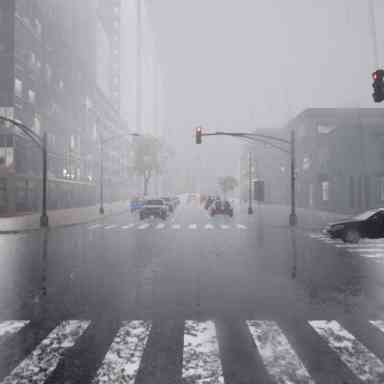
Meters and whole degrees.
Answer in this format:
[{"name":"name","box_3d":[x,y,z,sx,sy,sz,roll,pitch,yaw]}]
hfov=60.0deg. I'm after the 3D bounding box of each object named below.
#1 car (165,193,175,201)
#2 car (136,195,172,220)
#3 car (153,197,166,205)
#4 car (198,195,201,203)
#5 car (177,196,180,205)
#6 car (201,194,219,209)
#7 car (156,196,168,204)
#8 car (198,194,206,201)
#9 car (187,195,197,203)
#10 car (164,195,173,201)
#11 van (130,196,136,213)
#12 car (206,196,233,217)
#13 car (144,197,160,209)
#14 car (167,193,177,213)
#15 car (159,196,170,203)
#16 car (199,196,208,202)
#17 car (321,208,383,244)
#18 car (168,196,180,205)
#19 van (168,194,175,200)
[{"name":"car","box_3d":[-5.747,1.321,87.705,2.192,1.841,5.009,1,0,0]},{"name":"car","box_3d":[-3.124,1.356,28.127,2.097,1.767,4.553,0,0,0]},{"name":"car","box_3d":[-5.728,1.587,59.335,1.802,1.307,4.206,1,0,0]},{"name":"car","box_3d":[2.652,1.321,65.055,2.192,1.841,5.009,1,0,0]},{"name":"car","box_3d":[-3.131,1.496,48.074,2.128,1.511,4.902,0,0,0]},{"name":"car","box_3d":[2.671,1.320,42.359,2.192,1.841,5.009,1,0,0]},{"name":"car","box_3d":[-5.733,1.572,65.009,1.947,1.339,4.313,1,0,0]},{"name":"car","box_3d":[2.630,1.446,87.750,1.967,1.590,4.097,1,0,0]},{"name":"car","box_3d":[0.041,1.358,69.588,2.097,1.767,4.553,0,0,0]},{"name":"car","box_3d":[-5.747,1.557,82.031,2.008,1.369,4.403,1,0,0]},{"name":"van","box_3d":[-5.704,1.346,36.639,1.690,1.788,3.998,1,0,0]},{"name":"car","box_3d":[2.679,1.444,31.011,1.967,1.590,4.097,1,0,0]},{"name":"car","box_3d":[-5.717,1.530,47.817,1.752,1.417,4.829,1,0,0]},{"name":"car","box_3d":[-3.130,1.357,37.733,2.097,1.767,4.553,0,0,0]},{"name":"car","box_3d":[-5.737,1.572,70.683,1.947,1.339,4.313,1,0,0]},{"name":"car","box_3d":[2.638,1.572,76.403,1.947,1.339,4.313,1,0,0]},{"name":"car","box_3d":[8.197,1.466,14.733,4.674,1.442,1.812,-1,-1,0]},{"name":"car","box_3d":[-3.101,1.483,58.429,1.882,1.535,5.008,0,0,1]},{"name":"van","box_3d":[-5.753,1.347,93.379,1.690,1.788,3.998,1,0,0]}]
